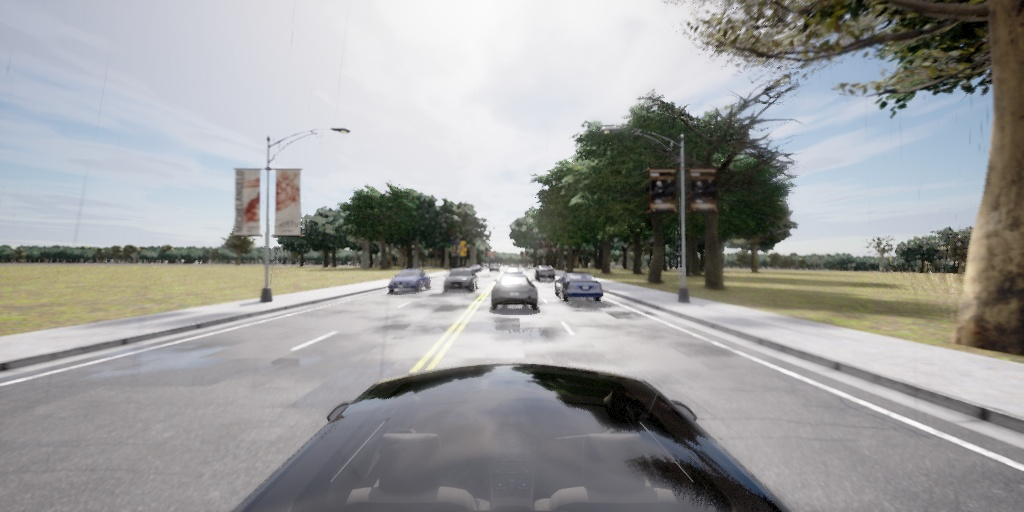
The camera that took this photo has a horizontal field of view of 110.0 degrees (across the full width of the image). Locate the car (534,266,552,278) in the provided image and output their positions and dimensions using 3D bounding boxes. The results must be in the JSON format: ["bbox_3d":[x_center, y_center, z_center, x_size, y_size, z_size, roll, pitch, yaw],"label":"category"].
[{"bbox_3d":[3.374,1.734,37.065,2.128,1.511,4.902,0,-1,0],"label":"car"}]

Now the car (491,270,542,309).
[{"bbox_3d":[0.107,1.515,16.287,1.994,1.385,4.181,0,-1,0],"label":"car"}]

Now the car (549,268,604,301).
[{"bbox_3d":[3.362,1.535,18.876,2.033,1.411,5.357,0,-1,0],"label":"car"}]

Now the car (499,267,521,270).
[{"bbox_3d":[0.124,1.748,34.205,2.033,1.411,5.357,0,-1,0],"label":"car"}]

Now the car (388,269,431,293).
[{"bbox_3d":[-6.585,1.577,23.555,1.812,1.442,4.674,0,-1,0],"label":"car"}]

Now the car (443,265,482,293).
[{"bbox_3d":[-3.335,1.561,23.868,1.837,1.490,4.892,0,-1,0],"label":"car"}]
